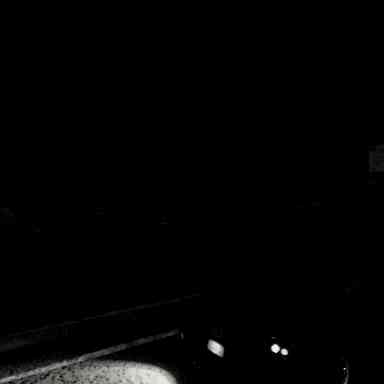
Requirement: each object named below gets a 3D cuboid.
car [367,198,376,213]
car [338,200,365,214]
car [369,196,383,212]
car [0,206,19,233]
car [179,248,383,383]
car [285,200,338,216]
[{"bbox_3d":[19.025,1.738,40.065,2.002,1.452,4.674,1,0,-35],"label":"car"},{"bbox_3d":[16.754,1.667,38.450,2.097,1.535,5.008,1,0,-35],"label":"car"},{"bbox_3d":[23.580,1.642,43.271,2.185,1.767,4.553,1,-1,-36],"label":"car"},{"bbox_3d":[-10.983,1.503,18.695,2.002,1.452,4.674,0,0,-35],"label":"car"},{"bbox_3d":[1.890,1.585,4.909,4.181,1.385,1.994,0,0,-35],"label":"car"},{"bbox_3d":[12.225,1.617,35.212,2.097,1.535,5.008,0,0,-35],"label":"car"}]
